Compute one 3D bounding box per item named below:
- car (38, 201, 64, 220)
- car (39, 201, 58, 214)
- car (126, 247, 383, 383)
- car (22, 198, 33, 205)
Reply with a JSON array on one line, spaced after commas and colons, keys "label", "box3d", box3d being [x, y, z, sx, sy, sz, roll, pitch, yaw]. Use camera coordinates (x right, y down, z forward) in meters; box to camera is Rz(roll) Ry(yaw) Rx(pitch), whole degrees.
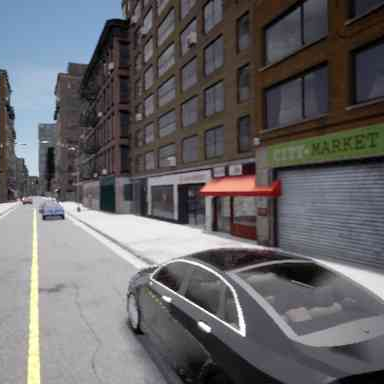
[{"label": "car", "box3d": [-12.730, 1.713, 30.361, 2.033, 1.411, 5.357, -1, 0, -25]}, {"label": "car", "box3d": [-17.456, 1.788, 40.230, 1.994, 1.385, 4.181, -1, 0, -25]}, {"label": "car", "box3d": [0.493, 1.494, 4.356, 1.837, 1.490, 4.892, -1, 0, -25]}, {"label": "car", "box3d": [-34.600, 1.908, 70.121, 1.882, 1.535, 5.008, -1, 0, -25]}]
